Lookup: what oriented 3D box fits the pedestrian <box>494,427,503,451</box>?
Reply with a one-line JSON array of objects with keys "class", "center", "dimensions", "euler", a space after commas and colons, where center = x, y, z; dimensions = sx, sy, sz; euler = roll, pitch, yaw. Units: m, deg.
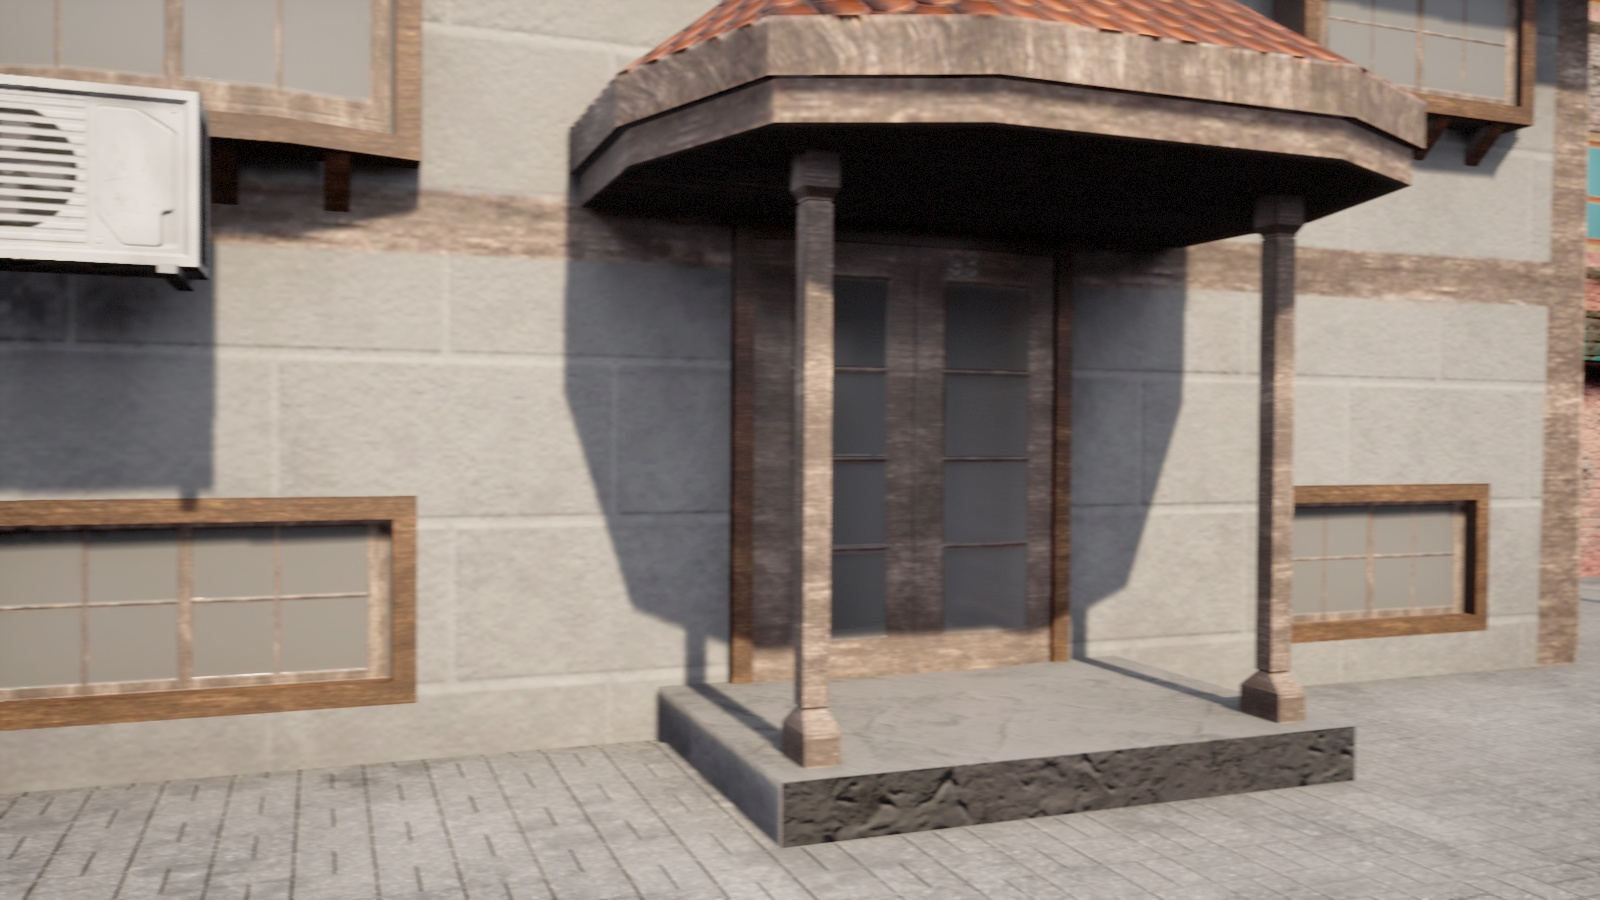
[{"class": "pedestrian", "center": [-22.435, -0.818, 93.429], "dimensions": [0.594, 1.836, 0.345], "euler": [-1, 1, -22]}]
